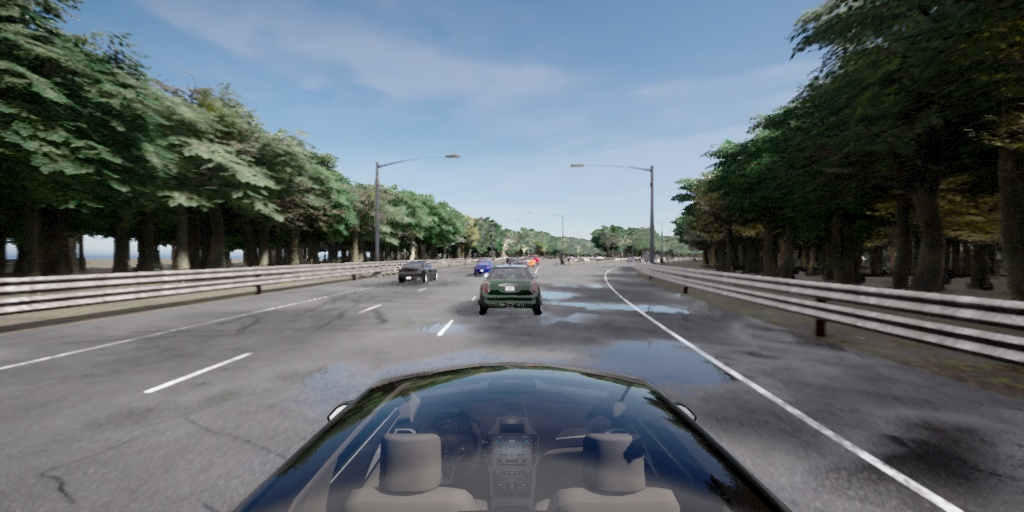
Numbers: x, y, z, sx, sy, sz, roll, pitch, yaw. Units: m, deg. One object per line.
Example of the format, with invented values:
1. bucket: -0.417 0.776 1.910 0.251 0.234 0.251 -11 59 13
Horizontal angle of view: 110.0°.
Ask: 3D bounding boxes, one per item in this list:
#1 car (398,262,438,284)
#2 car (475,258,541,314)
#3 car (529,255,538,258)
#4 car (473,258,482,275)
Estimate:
1. car: -6.730 1.189 26.093 1.837 1.490 4.892 0 0 2
2. car: -0.045 1.095 13.891 2.097 1.767 4.553 0 0 1
3. car: 2.883 0.989 61.249 2.097 1.767 4.553 0 0 7
4. car: -2.719 1.210 36.686 1.812 1.442 4.674 0 0 4
